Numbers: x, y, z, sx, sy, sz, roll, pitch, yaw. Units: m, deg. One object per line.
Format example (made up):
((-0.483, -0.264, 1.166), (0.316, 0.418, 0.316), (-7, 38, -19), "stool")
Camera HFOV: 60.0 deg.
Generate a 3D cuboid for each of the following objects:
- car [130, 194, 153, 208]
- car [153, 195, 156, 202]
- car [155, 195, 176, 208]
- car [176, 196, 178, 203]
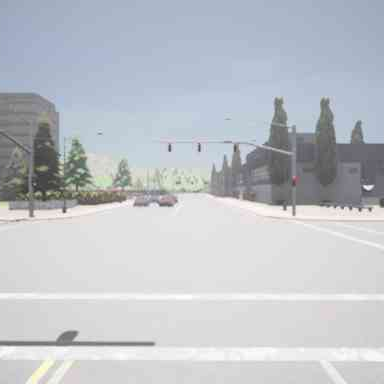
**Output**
((-7.148, 1.432, 47.313), (1.812, 1.442, 4.674), (0, 0, 0), "car")
((-7.116, 1.400, 63.590), (1.812, 1.442, 4.674), (0, 0, 0), "car")
((-3.649, 1.384, 47.331), (1.882, 1.535, 5.008), (0, 0, 0), "car")
((-3.620, 1.378, 63.468), (1.837, 1.490, 4.892), (0, 0, 0), "car")
